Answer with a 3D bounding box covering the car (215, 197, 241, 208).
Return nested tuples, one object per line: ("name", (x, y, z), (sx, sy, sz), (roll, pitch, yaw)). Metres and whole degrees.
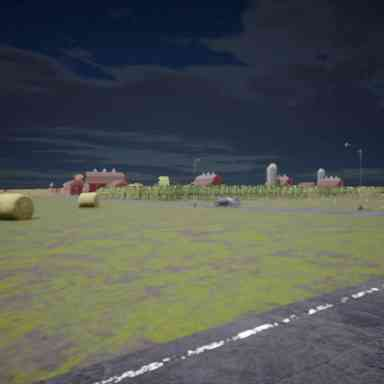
("car", (5.307, 1.516, 49.534), (1.812, 1.442, 4.674), (-1, 1, -35))
